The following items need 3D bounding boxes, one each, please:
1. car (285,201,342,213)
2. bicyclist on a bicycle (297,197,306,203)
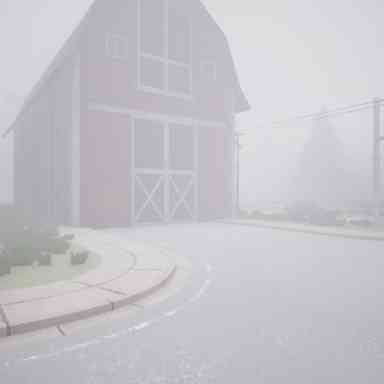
[{"bbox_3d":[11.010,1.582,30.637,2.033,1.411,5.357,0,0,-35],"label":"car"},{"bbox_3d":[13.338,1.332,40.259,1.656,1.620,0.582,46,-25,-24],"label":"bicyclist on a bicycle"}]
